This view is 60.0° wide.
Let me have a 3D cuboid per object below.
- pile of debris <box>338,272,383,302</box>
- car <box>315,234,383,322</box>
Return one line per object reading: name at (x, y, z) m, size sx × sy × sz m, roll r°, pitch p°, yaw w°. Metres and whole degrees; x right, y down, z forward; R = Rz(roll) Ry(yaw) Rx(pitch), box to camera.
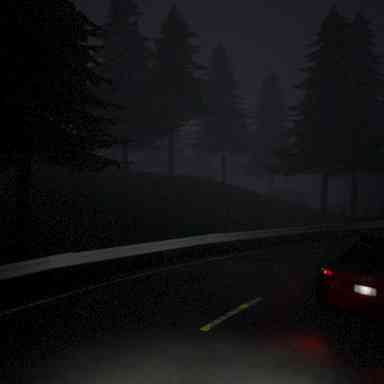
pile of debris at (4.519, 2.186, 7.596) m, size 1.860 × 0.140 × 1.500 m, roll 0°, pitch 0°, yaw -40°
car at (4.256, 1.569, 6.834) m, size 4.181 × 1.385 × 1.994 m, roll 0°, pitch 1°, yaw -45°
